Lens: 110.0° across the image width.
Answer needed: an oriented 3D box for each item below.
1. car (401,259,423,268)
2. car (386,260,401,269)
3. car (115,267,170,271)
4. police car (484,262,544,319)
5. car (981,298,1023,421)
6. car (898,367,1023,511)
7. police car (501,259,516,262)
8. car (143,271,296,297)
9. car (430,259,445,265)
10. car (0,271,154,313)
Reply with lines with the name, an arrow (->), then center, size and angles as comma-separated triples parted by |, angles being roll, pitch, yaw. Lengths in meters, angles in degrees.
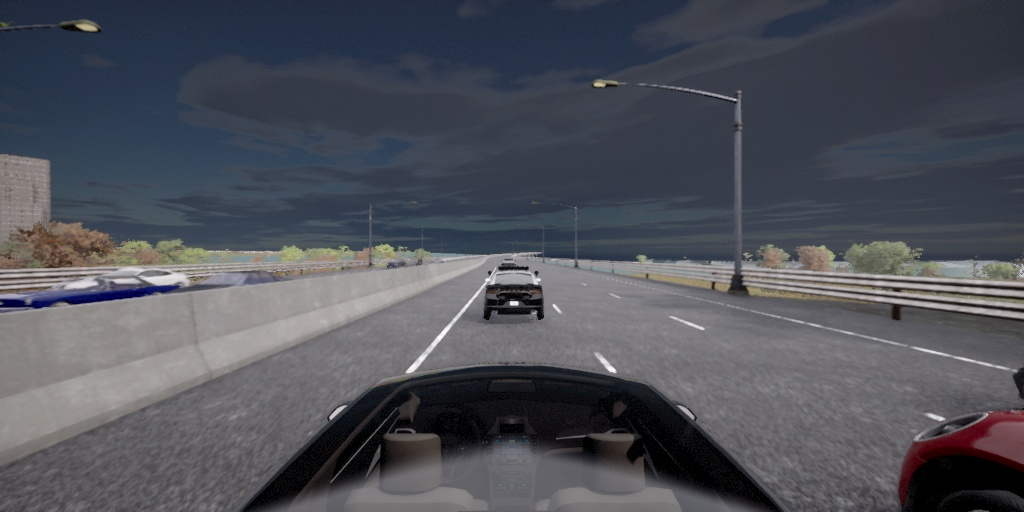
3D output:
car -> -14.878, 1.234, 54.705 | 1.837, 1.490, 4.892 | 0, 0, -1
car -> -18.443, 1.276, 57.341 | 2.033, 1.411, 5.357 | 0, 0, -1
car -> -17.678, 1.279, 16.793 | 1.812, 1.442, 4.674 | 0, 0, -1
police car -> 0.051, 1.174, 13.015 | 1.930, 1.638, 5.238 | 0, 0, 0
car -> 7.092, 1.274, 2.391 | 1.812, 1.442, 4.674 | 0, 0, 0
car -> 3.590, 1.100, 0.425 | 2.097, 1.767, 4.553 | 0, 0, 0
police car -> -0.427, 1.161, 43.957 | 1.930, 1.638, 5.238 | 0, 0, -1
car -> -10.652, 1.299, 14.089 | 2.033, 1.411, 5.357 | 0, 0, 0
car -> -11.395, 1.221, 55.038 | 2.128, 1.511, 4.902 | 0, 0, -1
car -> -14.141, 1.354, 12.076 | 1.895, 1.301, 4.718 | 0, 0, 0
